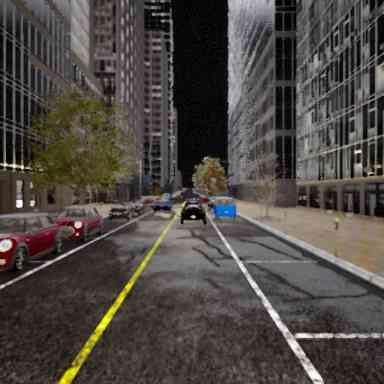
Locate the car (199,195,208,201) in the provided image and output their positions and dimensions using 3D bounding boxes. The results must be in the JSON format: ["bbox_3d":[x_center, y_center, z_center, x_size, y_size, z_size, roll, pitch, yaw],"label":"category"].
[{"bbox_3d":[2.683,1.444,78.839,2.008,1.369,4.403,0,0,0],"label":"car"}]

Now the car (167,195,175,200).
[{"bbox_3d":[-5.699,1.451,90.225,1.802,1.307,4.206,0,0,0],"label":"car"}]

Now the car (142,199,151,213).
[{"bbox_3d":[-5.694,1.532,33.301,2.008,1.369,4.403,0,0,0],"label":"car"}]

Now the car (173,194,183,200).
[{"bbox_3d":[-3.008,1.268,77.657,2.033,1.411,5.357,0,0,0],"label":"car"}]

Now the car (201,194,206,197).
[{"bbox_3d":[2.684,1.499,67.454,1.802,1.307,4.206,0,0,0],"label":"car"}]

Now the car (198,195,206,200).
[{"bbox_3d":[2.682,1.420,90.224,2.008,1.369,4.403,0,0,0],"label":"car"}]

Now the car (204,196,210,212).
[{"bbox_3d":[2.686,1.524,38.991,2.008,1.369,4.403,0,0,0],"label":"car"}]

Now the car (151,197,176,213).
[{"bbox_3d":[-3.100,1.578,36.297,1.895,1.301,4.718,0,0,0],"label":"car"}]

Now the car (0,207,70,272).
[{"bbox_3d":[-5.692,1.436,10.532,1.967,1.590,4.097,0,0,0],"label":"car"}]

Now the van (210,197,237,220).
[{"bbox_3d":[2.687,1.328,27.606,1.690,1.788,3.998,0,0,0],"label":"van"}]

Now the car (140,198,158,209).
[{"bbox_3d":[-5.695,1.545,44.686,1.802,1.307,4.206,0,0,0],"label":"car"}]

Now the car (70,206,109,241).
[{"bbox_3d":[-5.693,1.434,16.224,1.967,1.590,4.097,0,0,0],"label":"car"}]

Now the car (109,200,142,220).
[{"bbox_3d":[-5.694,1.538,27.609,2.008,1.369,4.403,0,0,0],"label":"car"}]

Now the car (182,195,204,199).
[{"bbox_3d":[0.096,1.514,42.847,2.033,1.411,5.357,0,0,0],"label":"car"}]

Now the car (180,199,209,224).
[{"bbox_3d":[0.098,1.515,24.696,1.812,1.442,4.674,0,0,0],"label":"car"}]

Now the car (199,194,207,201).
[{"bbox_3d":[2.682,1.322,84.530,1.967,1.590,4.097,0,0,0],"label":"car"}]

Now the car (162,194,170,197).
[{"bbox_3d":[-5.697,1.511,61.764,1.802,1.307,4.206,0,0,0],"label":"car"}]

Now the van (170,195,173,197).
[{"bbox_3d":[-5.698,1.246,73.148,1.690,1.788,3.998,0,0,0],"label":"van"}]
